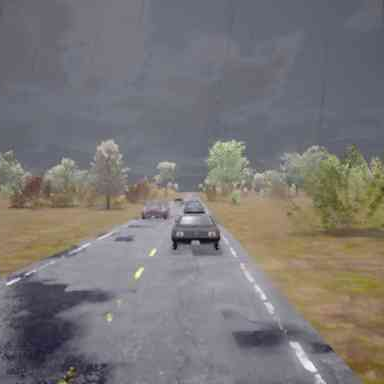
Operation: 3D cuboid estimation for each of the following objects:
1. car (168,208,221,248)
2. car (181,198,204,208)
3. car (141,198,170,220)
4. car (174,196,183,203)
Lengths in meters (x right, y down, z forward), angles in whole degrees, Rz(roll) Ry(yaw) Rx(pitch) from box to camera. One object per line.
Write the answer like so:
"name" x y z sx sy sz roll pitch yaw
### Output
"car" 0.153 1.605 14.666 1.895 1.301 4.718 0 0 0
"car" 0.220 1.564 32.039 1.994 1.385 4.181 0 0 0
"car" -2.992 1.351 27.983 2.097 1.767 4.553 0 0 0
"car" -2.735 1.533 69.123 1.895 1.301 4.718 0 0 0
